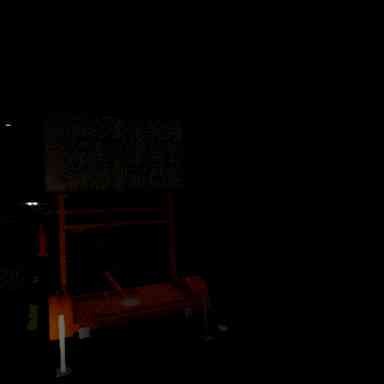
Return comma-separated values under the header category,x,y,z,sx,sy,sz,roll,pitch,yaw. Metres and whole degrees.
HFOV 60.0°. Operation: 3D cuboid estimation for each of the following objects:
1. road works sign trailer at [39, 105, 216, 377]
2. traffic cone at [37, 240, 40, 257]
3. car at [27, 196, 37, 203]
category,x,y,z,sx,sy,sz,roll,pitch,yaw
road works sign trailer,-1.279,0.416,5.734,2.380,3.560,2.880,-2,1,-25
traffic cone,-5.227,1.926,11.627,0.340,0.580,0.340,-2,1,-25
car,-37.100,1.738,77.327,2.128,1.511,4.902,-2,0,-25
